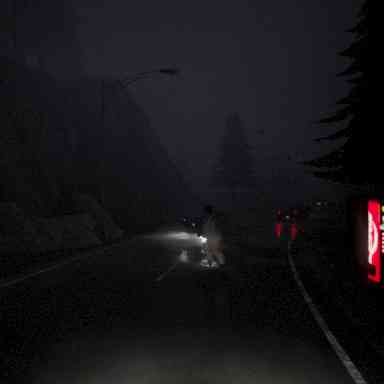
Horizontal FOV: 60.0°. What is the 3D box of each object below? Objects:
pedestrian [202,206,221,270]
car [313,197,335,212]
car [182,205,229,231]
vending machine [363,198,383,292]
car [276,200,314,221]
[{"bbox_3d":[0.571,1.293,9.705,0.375,1.860,0.375,0,0,12],"label":"pedestrian"},{"bbox_3d":[15.084,1.351,38.440,2.097,1.767,4.553,0,0,32],"label":"car"},{"bbox_3d":[0.978,1.525,20.422,1.812,1.442,4.674,0,0,23],"label":"car"},{"bbox_3d":[4.747,1.195,7.797,1.100,2.100,0.880,0,0,11],"label":"vending machine"},{"bbox_3d":[8.373,1.600,27.232,1.895,1.301,4.718,0,0,29],"label":"car"}]
